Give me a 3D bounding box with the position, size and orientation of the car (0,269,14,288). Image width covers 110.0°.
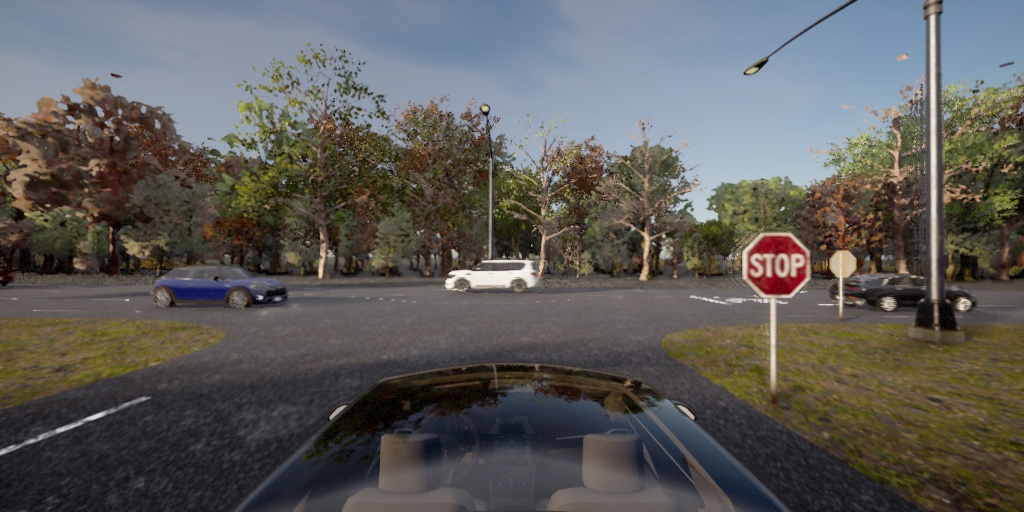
[{"bbox_3d":[-34.497,1.252,22.438,5.008,1.535,1.882,0,-1,1],"label":"car"}]

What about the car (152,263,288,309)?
[{"bbox_3d":[-11.968,1.183,14.936,4.553,1.767,2.097,0,-1,1],"label":"car"}]

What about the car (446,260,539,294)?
[{"bbox_3d":[-1.138,1.253,21.861,5.566,2.045,2.150,0,-1,0],"label":"car"}]

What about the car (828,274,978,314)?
[{"bbox_3d":[15.970,1.495,14.773,4.892,1.490,1.837,0,-1,0],"label":"car"}]
